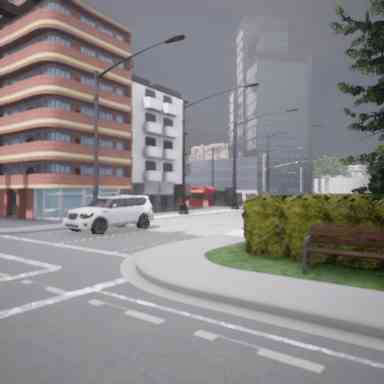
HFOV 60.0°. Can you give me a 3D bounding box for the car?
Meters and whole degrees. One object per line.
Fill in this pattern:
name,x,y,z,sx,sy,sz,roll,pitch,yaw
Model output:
car,-4.589,1.215,19.281,2.150,2.045,5.566,0,0,36
